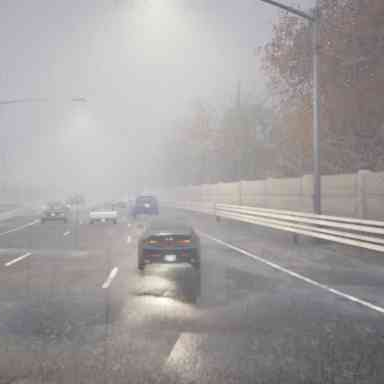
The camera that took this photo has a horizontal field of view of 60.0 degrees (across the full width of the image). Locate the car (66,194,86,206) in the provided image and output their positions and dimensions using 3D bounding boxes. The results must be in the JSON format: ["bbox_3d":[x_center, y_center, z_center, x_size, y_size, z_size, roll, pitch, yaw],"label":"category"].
[{"bbox_3d":[-20.069,1.421,57.303,2.150,2.045,5.566,0,0,-34],"label":"car"}]

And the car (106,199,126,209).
[{"bbox_3d":[-10.307,1.666,46.235,1.812,1.442,4.674,0,0,-22],"label":"car"}]

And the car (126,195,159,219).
[{"bbox_3d":[-4.450,1.304,30.422,2.150,2.045,5.566,0,0,-15],"label":"car"}]

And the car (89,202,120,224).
[{"bbox_3d":[-6.750,1.682,25.399,1.895,1.301,4.718,0,0,-14],"label":"car"}]

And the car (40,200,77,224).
[{"bbox_3d":[-10.383,1.643,25.686,2.033,1.411,5.357,0,0,-15],"label":"car"}]

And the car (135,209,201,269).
[{"bbox_3d":[-0.805,1.532,11.324,1.837,1.490,4.892,0,0,-5],"label":"car"}]
